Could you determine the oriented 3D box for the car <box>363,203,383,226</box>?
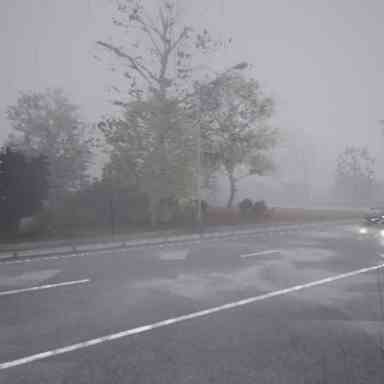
[{"bbox_3d":[12.879,1.418,21.269,4.892,1.490,1.837,0,0,-33],"label":"car"}]
